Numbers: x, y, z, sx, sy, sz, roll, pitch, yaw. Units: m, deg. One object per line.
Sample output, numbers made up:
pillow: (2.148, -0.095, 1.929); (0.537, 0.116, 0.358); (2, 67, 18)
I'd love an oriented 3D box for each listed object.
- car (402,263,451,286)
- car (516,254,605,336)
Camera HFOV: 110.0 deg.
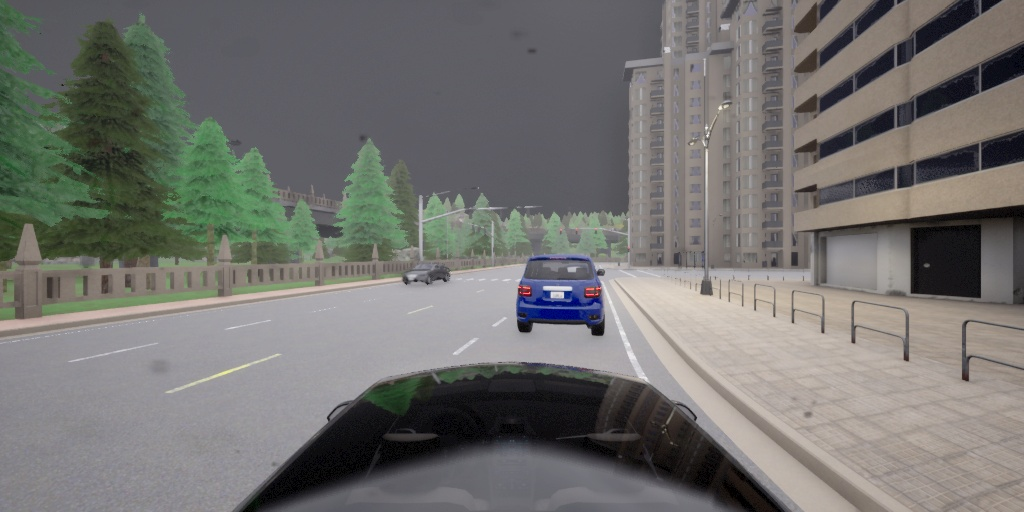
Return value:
car: (-6.012, 1.246, 25.718); (2.128, 1.511, 4.902); (0, 0, 13)
car: (1.558, 0.974, 10.689); (2.150, 2.045, 5.566); (0, 0, 12)
